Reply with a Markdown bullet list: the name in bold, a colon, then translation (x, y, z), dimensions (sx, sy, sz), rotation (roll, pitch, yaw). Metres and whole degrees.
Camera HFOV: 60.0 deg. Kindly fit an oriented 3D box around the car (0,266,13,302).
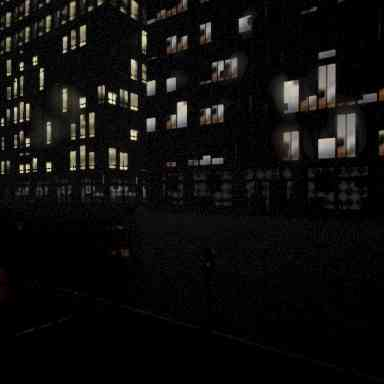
- **car**: translation (-5.549, 1.526, 6.846), dimensions (4.829, 1.417, 1.752), rotation (0, 0, 36)
